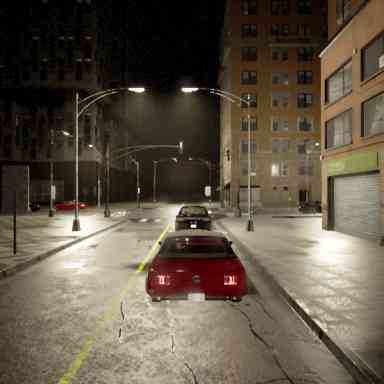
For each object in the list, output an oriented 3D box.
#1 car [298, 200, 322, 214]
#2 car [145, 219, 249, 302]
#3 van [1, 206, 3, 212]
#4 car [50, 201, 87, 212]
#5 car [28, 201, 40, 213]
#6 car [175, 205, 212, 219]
[{"bbox_3d":[12.057,1.415,30.720,4.313,1.339,1.947,0,0,0],"label":"car"},{"bbox_3d":[0.086,1.601,8.183,1.895,1.301,4.718,0,0,0],"label":"car"},{"bbox_3d":[-20.169,1.425,30.702,3.998,1.788,1.690,0,0,0],"label":"van"},{"bbox_3d":[-14.532,1.701,39.229,4.206,1.307,1.802,0,0,0],"label":"car"},{"bbox_3d":[-20.181,1.725,39.226,4.313,1.339,1.947,0,0,0],"label":"car"},{"bbox_3d":[0.069,1.474,18.331,1.882,1.535,5.008,0,0,0],"label":"car"}]
